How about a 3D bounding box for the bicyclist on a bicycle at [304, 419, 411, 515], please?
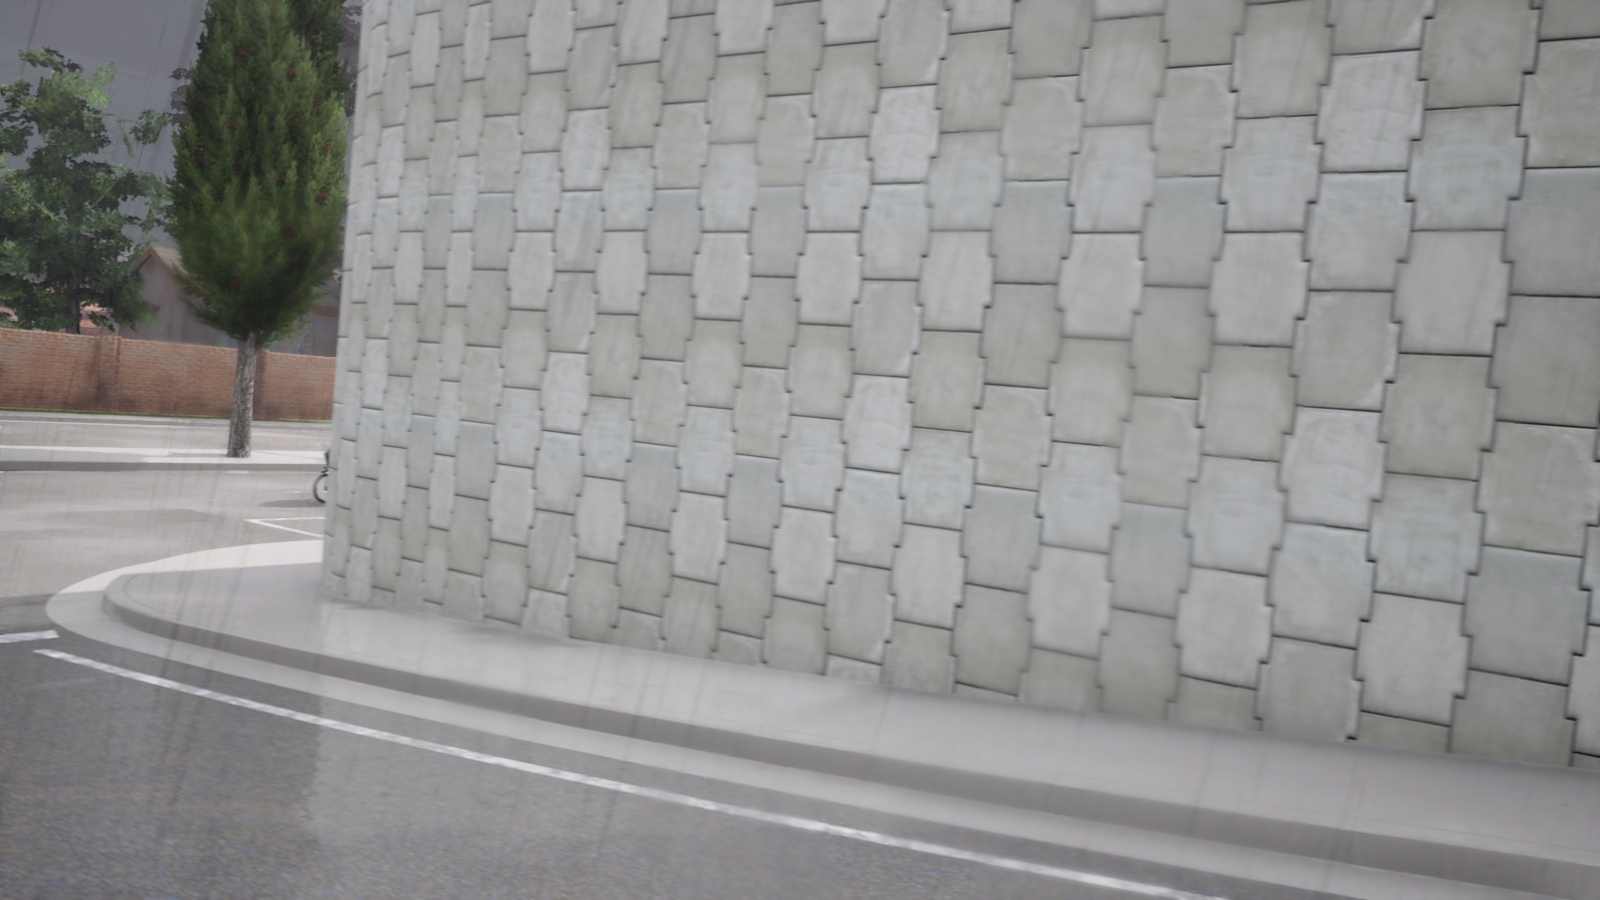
[{"bbox_3d":[-7.948,0.302,22.583,0.866,1.612,1.509,6,3,34],"label":"bicyclist on a bicycle"}]
